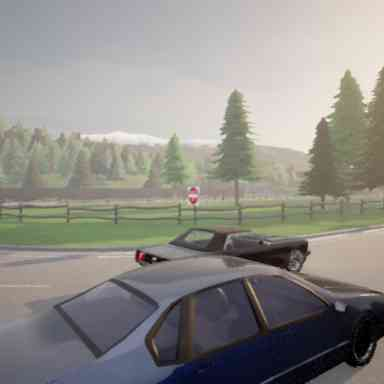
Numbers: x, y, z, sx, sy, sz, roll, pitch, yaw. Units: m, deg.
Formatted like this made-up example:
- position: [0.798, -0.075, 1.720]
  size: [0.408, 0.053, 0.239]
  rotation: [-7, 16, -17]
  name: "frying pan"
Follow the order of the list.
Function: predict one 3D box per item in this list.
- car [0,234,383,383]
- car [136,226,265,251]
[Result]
- position: [0.328, 1.531, 3.980]
  size: [5.357, 1.411, 2.033]
  rotation: [0, 0, -35]
  name: "car"
- position: [1.017, 1.562, 8.769]
  size: [4.718, 1.301, 1.895]
  rotation: [0, 0, -35]
  name: "car"
